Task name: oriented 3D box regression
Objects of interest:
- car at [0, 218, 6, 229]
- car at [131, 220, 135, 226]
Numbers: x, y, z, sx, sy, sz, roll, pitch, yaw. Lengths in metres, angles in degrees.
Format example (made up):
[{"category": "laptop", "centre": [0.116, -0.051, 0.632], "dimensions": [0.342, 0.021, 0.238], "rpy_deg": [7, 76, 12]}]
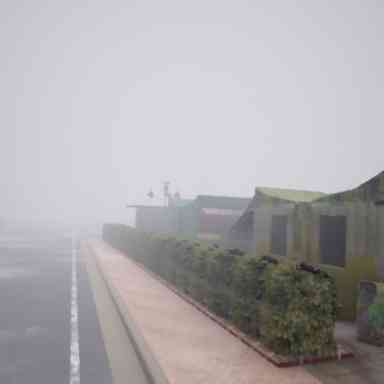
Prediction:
[{"category": "car", "centre": [-22.897, 3.618, 38.251], "dimensions": [1.895, 1.301, 4.718], "rpy_deg": [4, -5, -19]}, {"category": "car", "centre": [-9.131, 5.711, 62.849], "dimensions": [4.605, 1.855, 1.932], "rpy_deg": [4, -5, -21]}]
